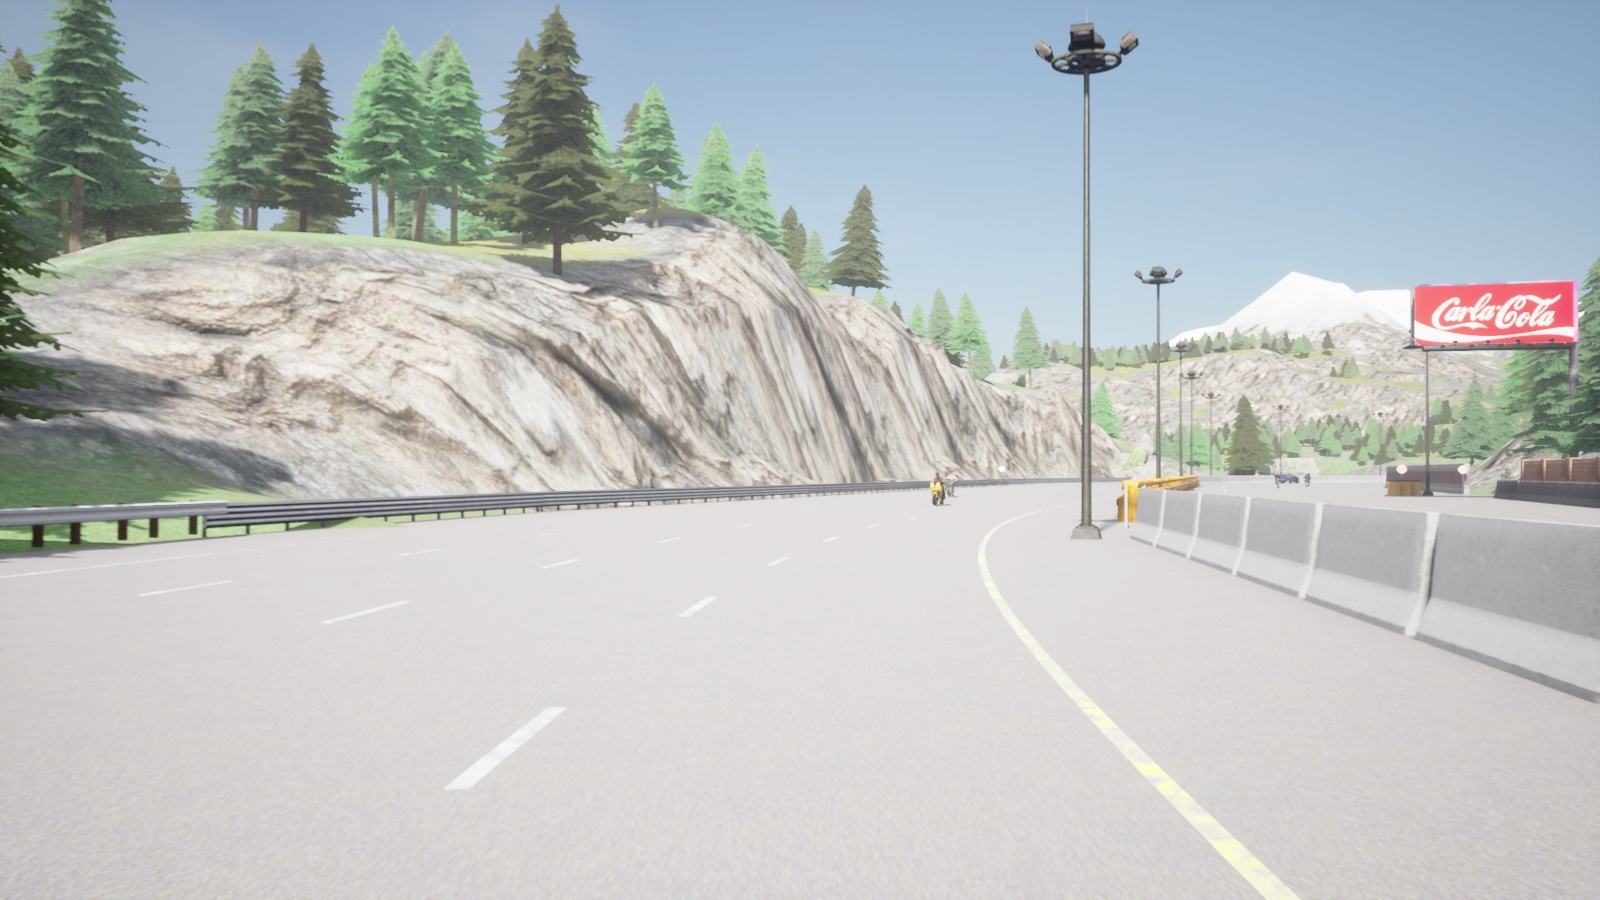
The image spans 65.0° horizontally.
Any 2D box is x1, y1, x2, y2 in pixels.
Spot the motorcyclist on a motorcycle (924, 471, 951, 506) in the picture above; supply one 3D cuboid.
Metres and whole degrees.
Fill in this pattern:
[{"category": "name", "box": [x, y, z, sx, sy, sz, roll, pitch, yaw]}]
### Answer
[{"category": "motorcyclist on a motorcycle", "box": [6.195, 1.719, 56.563, 0.797, 1.523, 2.044, -1, -1, 19]}]
